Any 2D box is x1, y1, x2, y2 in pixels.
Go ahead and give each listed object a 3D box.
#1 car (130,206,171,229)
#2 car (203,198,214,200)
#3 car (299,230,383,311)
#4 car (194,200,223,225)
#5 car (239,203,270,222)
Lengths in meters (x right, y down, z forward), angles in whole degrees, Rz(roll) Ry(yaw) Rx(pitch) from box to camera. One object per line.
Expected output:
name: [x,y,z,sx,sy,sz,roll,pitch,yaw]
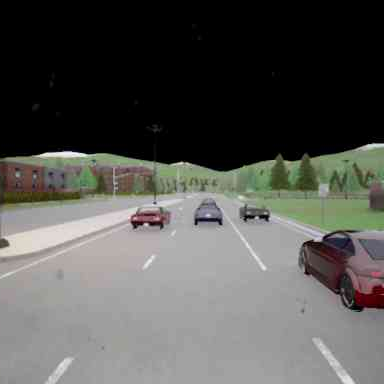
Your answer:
car: [-2.476,1.547,21.051,1.895,1.301,4.718,0,0,3]
car: [2.007,1.461,40.475,2.033,1.411,5.357,0,0,3]
car: [3.937,1.555,7.712,1.994,1.385,4.181,0,0,2]
car: [1.177,1.513,23.950,1.994,1.385,4.181,0,0,3]
car: [4.785,1.553,26.099,1.895,1.301,4.718,0,0,3]
